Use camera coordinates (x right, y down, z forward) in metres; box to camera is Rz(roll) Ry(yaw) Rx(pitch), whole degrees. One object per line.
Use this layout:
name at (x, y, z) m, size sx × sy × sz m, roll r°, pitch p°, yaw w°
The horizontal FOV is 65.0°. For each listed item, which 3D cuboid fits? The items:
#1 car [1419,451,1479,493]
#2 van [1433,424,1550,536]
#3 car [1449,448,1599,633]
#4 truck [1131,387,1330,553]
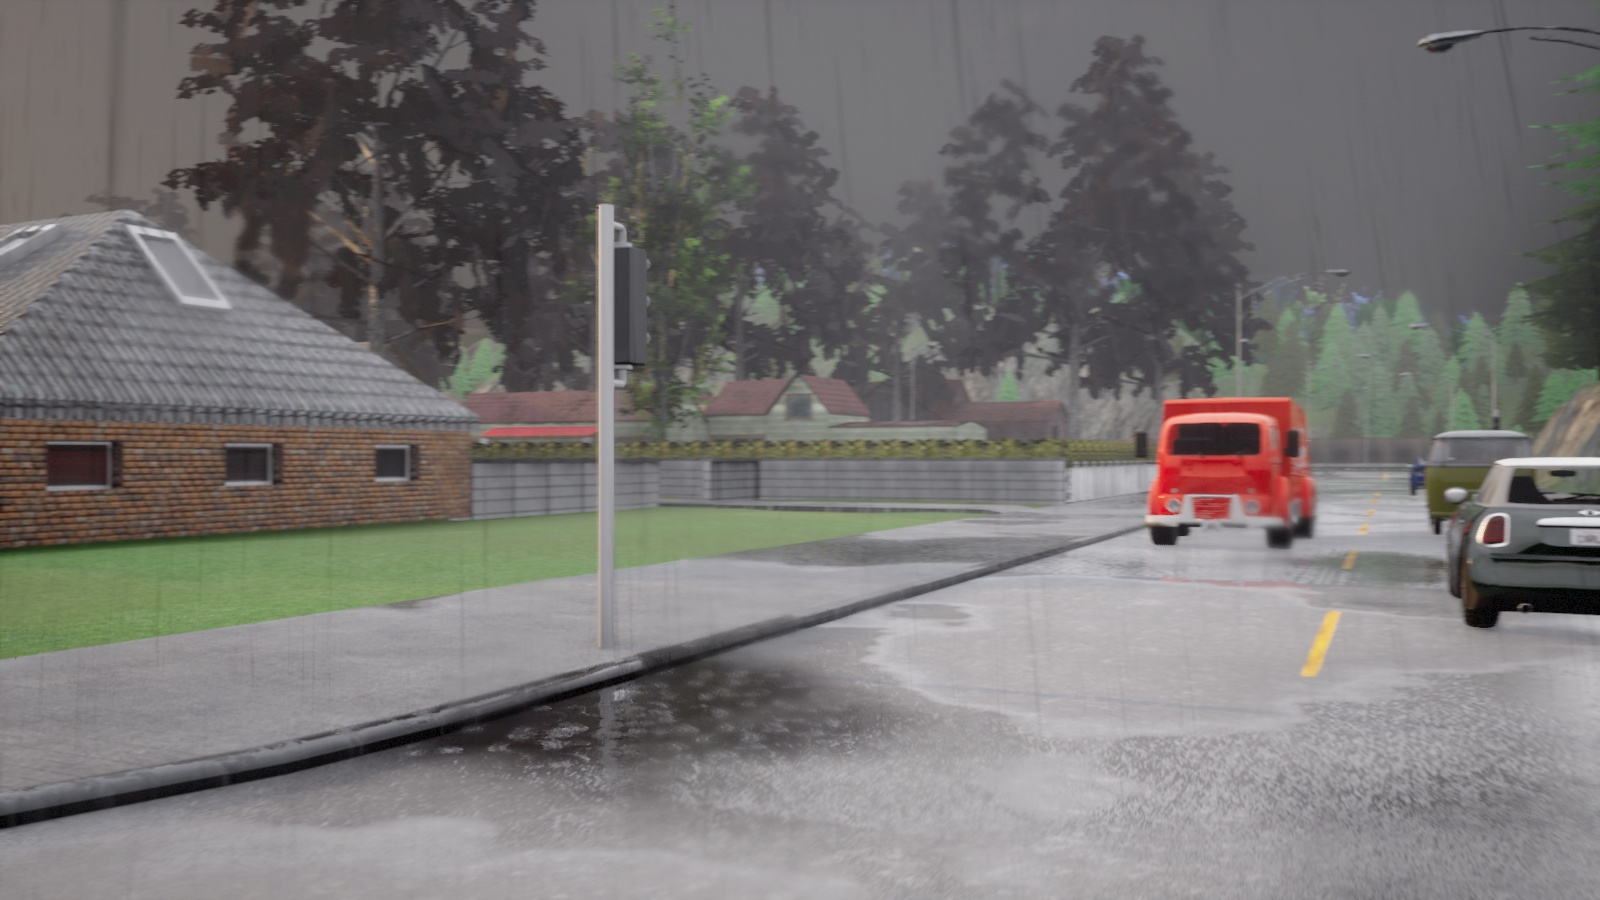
car at (24.794, 0.807, 48.112) m, size 1.882 × 1.535 × 5.008 m, roll 0°, pitch 0°, yaw 26°
van at (13.482, 0.538, 24.681) m, size 1.775 × 1.987 × 4.442 m, roll 0°, pitch 0°, yaw 26°
car at (7.235, 0.726, 11.743) m, size 1.970 × 1.475 × 3.806 m, roll 0°, pitch 0°, yaw 26°
truck at (7.537, 0.316, 21.574) m, size 2.627 × 2.467 × 5.204 m, roll 0°, pitch 0°, yaw 26°
